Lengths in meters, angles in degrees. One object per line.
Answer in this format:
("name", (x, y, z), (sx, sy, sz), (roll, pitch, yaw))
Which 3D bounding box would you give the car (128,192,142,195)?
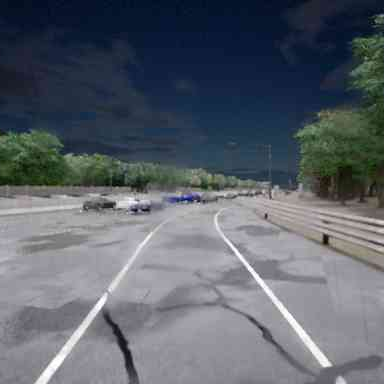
("car", (-12.228, 1.080, 76.598), (1.837, 1.490, 4.892), (0, 0, 18))

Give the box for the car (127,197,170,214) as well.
("car", (-4.317, 1.468, 33.855), (1.895, 1.301, 4.718), (0, 0, 18))

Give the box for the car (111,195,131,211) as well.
("car", (-6.795, 1.382, 37.497), (1.812, 1.442, 4.674), (0, 0, 18))

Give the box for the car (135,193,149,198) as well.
("car", (-13.977, 1.052, 93.514), (1.895, 1.301, 4.718), (0, 0, 18))

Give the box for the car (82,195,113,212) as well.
("car", (-10.397, 1.386, 37.753), (1.837, 1.490, 4.892), (0, 0, 18))

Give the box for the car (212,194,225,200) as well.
("car", (6.080, 1.045, 76.191), (1.895, 1.301, 4.718), (0, 0, 18))

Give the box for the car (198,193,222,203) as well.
("car", (3.064, 1.235, 56.041), (1.895, 1.301, 4.718), (0, 0, 18))

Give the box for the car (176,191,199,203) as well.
("car", (-0.248, 0.870, 57.173), (2.150, 2.045, 5.566), (0, 0, 18))

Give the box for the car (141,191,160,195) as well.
("car", (-8.907, 1.090, 75.493), (2.128, 1.511, 4.902), (0, 0, 18))

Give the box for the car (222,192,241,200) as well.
("car", (8.763, 0.979, 73.169), (2.128, 1.511, 4.902), (0, 0, 18))

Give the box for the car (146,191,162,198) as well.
("car", (-10.562, 0.664, 92.695), (2.150, 2.045, 5.566), (0, 0, 18))

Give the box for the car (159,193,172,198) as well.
("car", (-7.229, 0.948, 91.621), (1.812, 1.442, 4.674), (0, 0, 18))

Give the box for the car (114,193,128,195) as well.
("car", (-15.541, 0.950, 77.731), (2.097, 1.767, 4.553), (0, 0, 18))

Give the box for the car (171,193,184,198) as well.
("car", (-3.917, 1.004, 90.488), (1.895, 1.301, 4.718), (0, 0, 18))

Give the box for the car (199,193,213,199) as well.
("car", (3.386, 0.945, 79.182), (1.837, 1.490, 4.892), (0, 0, 18))

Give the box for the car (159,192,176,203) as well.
("car", (-3.580, 1.142, 58.244), (1.882, 1.535, 5.008), (0, 0, 18))
